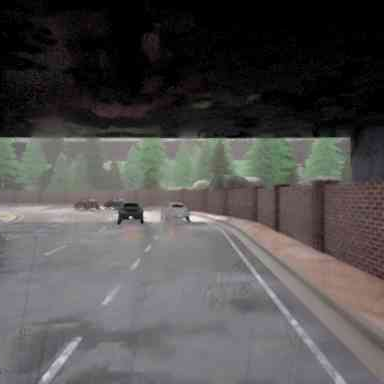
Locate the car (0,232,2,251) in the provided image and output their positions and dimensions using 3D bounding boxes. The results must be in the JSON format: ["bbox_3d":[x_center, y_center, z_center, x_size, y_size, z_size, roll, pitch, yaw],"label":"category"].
[{"bbox_3d":[-7.138,1.503,8.971,1.837,1.490,4.892,0,0,0],"label":"car"}]

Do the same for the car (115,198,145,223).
[{"bbox_3d":[-4.670,1.501,25.295,1.837,1.490,4.892,0,0,-11],"label":"car"}]

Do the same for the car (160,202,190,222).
[{"bbox_3d":[-1.393,1.521,26.529,1.812,1.442,4.674,0,0,-13],"label":"car"}]

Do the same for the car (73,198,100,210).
[{"bbox_3d":[-13.295,1.516,41.983,1.812,1.442,4.674,0,0,-41],"label":"car"}]

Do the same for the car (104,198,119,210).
[{"bbox_3d":[-9.817,1.517,43.241,1.812,1.442,4.674,0,0,-39],"label":"car"}]
